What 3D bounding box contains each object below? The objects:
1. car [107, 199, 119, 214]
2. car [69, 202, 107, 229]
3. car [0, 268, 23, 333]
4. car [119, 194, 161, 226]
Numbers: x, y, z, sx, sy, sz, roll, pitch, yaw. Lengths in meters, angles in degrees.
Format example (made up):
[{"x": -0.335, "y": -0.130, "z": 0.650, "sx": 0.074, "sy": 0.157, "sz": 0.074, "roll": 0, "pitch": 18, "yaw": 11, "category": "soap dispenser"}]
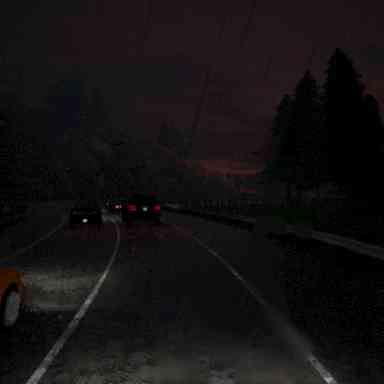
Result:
[{"x": -7.310, "y": 1.413, "z": 33.298, "sx": 2.033, "sy": 1.411, "sz": 5.357, "roll": 0, "pitch": 0, "yaw": -23, "category": "car"}, {"x": -6.735, "y": 1.410, "z": 21.308, "sx": 2.128, "sy": 1.511, "sz": 4.902, "roll": 0, "pitch": 0, "yaw": -15, "category": "car"}, {"x": -3.714, "y": 1.470, "z": 3.667, "sx": 1.882, "sy": 1.535, "sz": 5.008, "roll": 0, "pitch": 0, "yaw": -3, "category": "car"}, {"x": -3.584, "y": 1.126, "z": 22.852, "sx": 2.150, "sy": 2.045, "sz": 5.566, "roll": 0, "pitch": 0, "yaw": -16, "category": "car"}]
